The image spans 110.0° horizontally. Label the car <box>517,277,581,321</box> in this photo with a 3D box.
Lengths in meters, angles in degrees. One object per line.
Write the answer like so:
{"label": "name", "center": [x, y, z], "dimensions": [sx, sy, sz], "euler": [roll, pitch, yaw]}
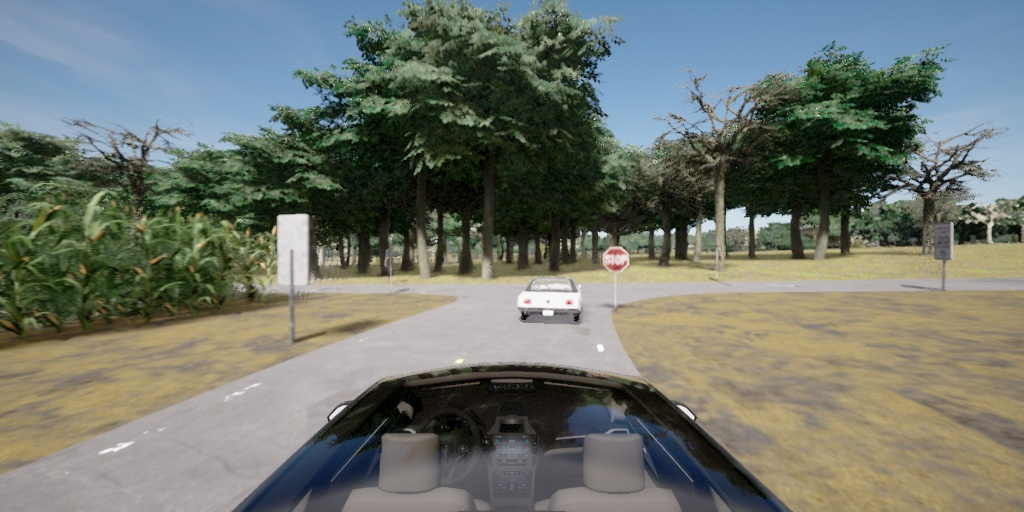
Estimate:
{"label": "car", "center": [1.469, 1.378, 12.617], "dimensions": [1.895, 1.301, 4.718], "euler": [0, 0, 11]}
